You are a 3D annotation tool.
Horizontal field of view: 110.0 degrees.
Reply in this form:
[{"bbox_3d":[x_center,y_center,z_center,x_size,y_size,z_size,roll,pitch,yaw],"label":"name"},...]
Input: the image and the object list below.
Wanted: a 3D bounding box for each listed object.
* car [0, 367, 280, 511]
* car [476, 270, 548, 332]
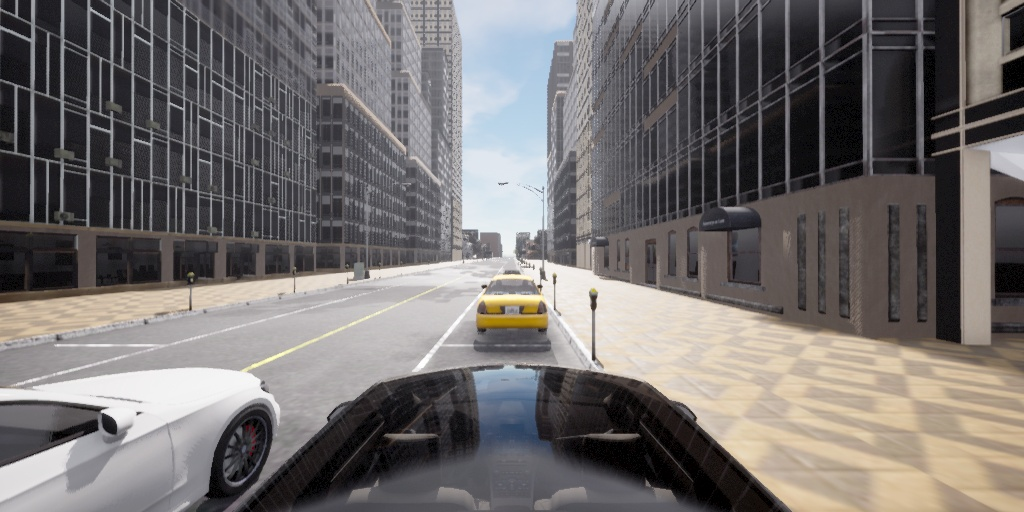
[{"bbox_3d":[-3.145,1.269,1.499,1.812,1.442,4.674,0,0,0],"label":"car"},{"bbox_3d":[0.004,1.197,10.689,1.801,1.575,5.366,0,0,0],"label":"car"}]
